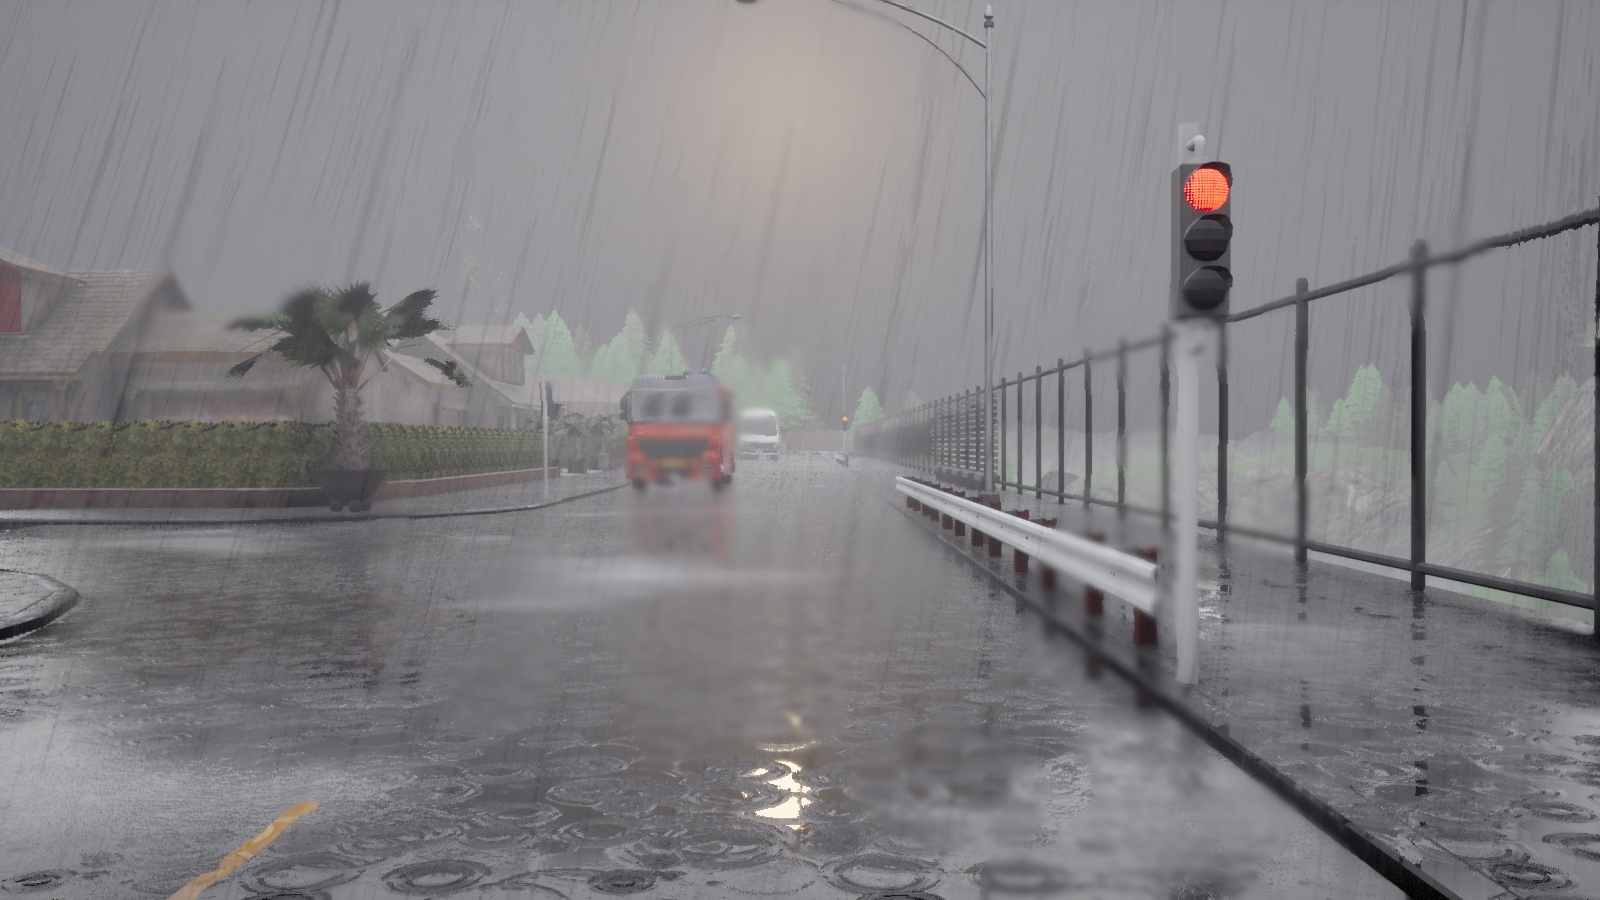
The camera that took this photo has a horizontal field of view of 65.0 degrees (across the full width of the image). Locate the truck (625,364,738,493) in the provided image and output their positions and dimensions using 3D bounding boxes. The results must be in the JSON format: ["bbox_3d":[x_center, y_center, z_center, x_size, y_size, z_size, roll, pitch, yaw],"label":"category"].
[{"bbox_3d":[-3.747,-0.656,41.568,2.891,3.827,8.468,0,0,0],"label":"truck"}]
